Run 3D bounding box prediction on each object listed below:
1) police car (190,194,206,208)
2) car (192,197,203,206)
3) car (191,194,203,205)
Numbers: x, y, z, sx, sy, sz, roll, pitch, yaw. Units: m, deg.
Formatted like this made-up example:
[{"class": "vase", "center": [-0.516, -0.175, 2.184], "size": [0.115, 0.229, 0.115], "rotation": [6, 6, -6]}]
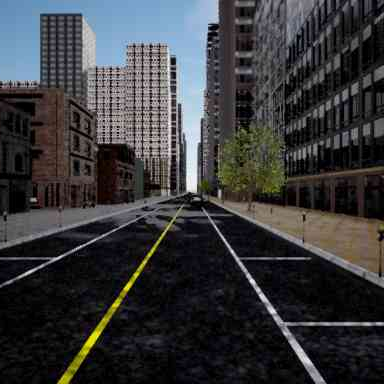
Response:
[{"class": "police car", "center": [0.900, 1.468, 46.904], "size": [1.930, 1.638, 5.238], "rotation": [0, 0, 0]}, {"class": "car", "center": [0.899, 1.600, 56.793], "size": [1.837, 1.490, 4.892], "rotation": [0, 0, 0]}, {"class": "car", "center": [0.897, 1.378, 62.823], "size": [2.150, 2.045, 5.566], "rotation": [0, 0, 0]}]
